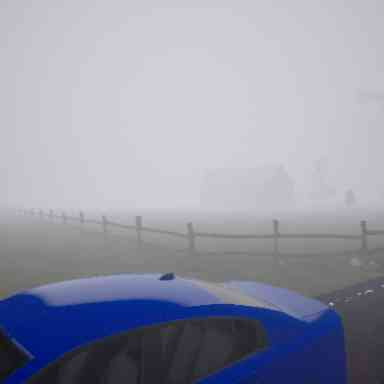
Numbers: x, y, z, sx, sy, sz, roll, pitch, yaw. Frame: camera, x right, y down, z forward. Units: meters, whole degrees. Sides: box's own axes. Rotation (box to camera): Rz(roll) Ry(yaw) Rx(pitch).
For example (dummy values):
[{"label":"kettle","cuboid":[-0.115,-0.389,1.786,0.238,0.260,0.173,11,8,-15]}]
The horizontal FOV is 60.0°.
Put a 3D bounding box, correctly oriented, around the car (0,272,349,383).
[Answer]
[{"label":"car","cuboid":[-0.884,1.478,2.432,5.008,1.535,1.882,0,0,-35]}]
